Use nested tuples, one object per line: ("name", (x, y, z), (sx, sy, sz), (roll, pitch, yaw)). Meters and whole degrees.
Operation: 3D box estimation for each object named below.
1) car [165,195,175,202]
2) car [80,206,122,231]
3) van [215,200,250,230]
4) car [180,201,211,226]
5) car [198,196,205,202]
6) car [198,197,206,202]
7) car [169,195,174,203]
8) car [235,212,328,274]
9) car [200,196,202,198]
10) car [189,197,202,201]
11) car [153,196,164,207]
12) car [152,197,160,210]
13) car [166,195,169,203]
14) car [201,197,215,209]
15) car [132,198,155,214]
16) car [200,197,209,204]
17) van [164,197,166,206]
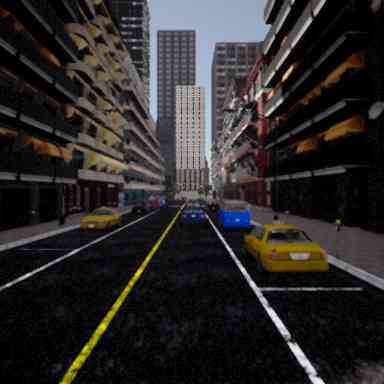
("car", (-5.751, 1.699, 87.726), (2.192, 1.841, 5.009), (-1, 0, 0))
("car", (-5.711, 1.613, 21.275), (1.752, 1.417, 4.829), (0, 0, 0))
("van", (2.668, 1.430, 21.438), (1.690, 1.788, 3.998), (-1, 0, 0))
("car", (0.088, 1.649, 24.552), (2.033, 1.411, 5.357), (0, 0, 0))
("car", (2.629, 1.961, 93.239), (2.008, 1.369, 4.403), (-1, 0, 0))
("car", (2.632, 1.929, 87.716), (1.887, 1.381, 4.507), (-1, 0, 0))
("car", (-5.743, 1.898, 76.679), (1.947, 1.339, 4.313), (-1, 0, 0))
("car", (2.676, 1.569, 10.559), (1.752, 1.417, 4.829), (0, 0, 0))
("car", (2.645, 1.832, 65.623), (2.008, 1.369, 4.403), (-1, 0, 0))
("car", (0.074, 1.794, 45.900), (1.895, 1.301, 4.718), (0, 0, 0))
("car", (-5.727, 1.751, 49.062), (1.887, 1.381, 4.507), (0, 0, 0))
("car", (-5.723, 1.727, 43.538), (1.887, 1.381, 4.507), (0, 0, 0))
("car", (-5.734, 1.696, 60.109), (1.967, 1.590, 4.097), (-1, 0, 0))
("car", (2.657, 1.734, 43.529), (2.008, 1.369, 4.403), (-1, 0, 0))
("car", (-5.720, 1.724, 38.014), (1.947, 1.339, 4.313), (0, 0, 0))
("car", (2.641, 1.833, 71.317), (1.752, 1.417, 4.829), (-1, 0, 0))
("van", (-5.732, 1.572, 54.586), (1.690, 1.788, 3.998), (0, 0, 0))
